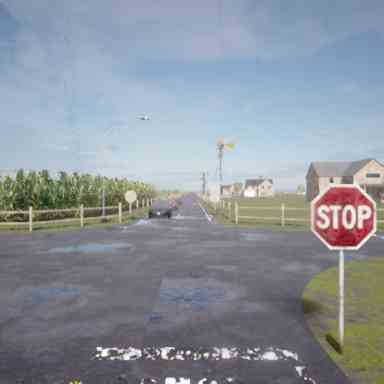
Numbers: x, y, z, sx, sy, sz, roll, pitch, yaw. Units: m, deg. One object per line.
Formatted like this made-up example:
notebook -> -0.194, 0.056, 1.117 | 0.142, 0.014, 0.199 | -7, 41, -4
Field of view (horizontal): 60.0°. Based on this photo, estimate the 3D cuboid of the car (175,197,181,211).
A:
car -> -2.759, 1.536, 41.950 | 1.812, 1.442, 4.674 | 0, 0, 0

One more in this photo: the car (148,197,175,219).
car -> -2.754, 1.479, 29.577 | 1.882, 1.535, 5.008 | 0, 0, -1
